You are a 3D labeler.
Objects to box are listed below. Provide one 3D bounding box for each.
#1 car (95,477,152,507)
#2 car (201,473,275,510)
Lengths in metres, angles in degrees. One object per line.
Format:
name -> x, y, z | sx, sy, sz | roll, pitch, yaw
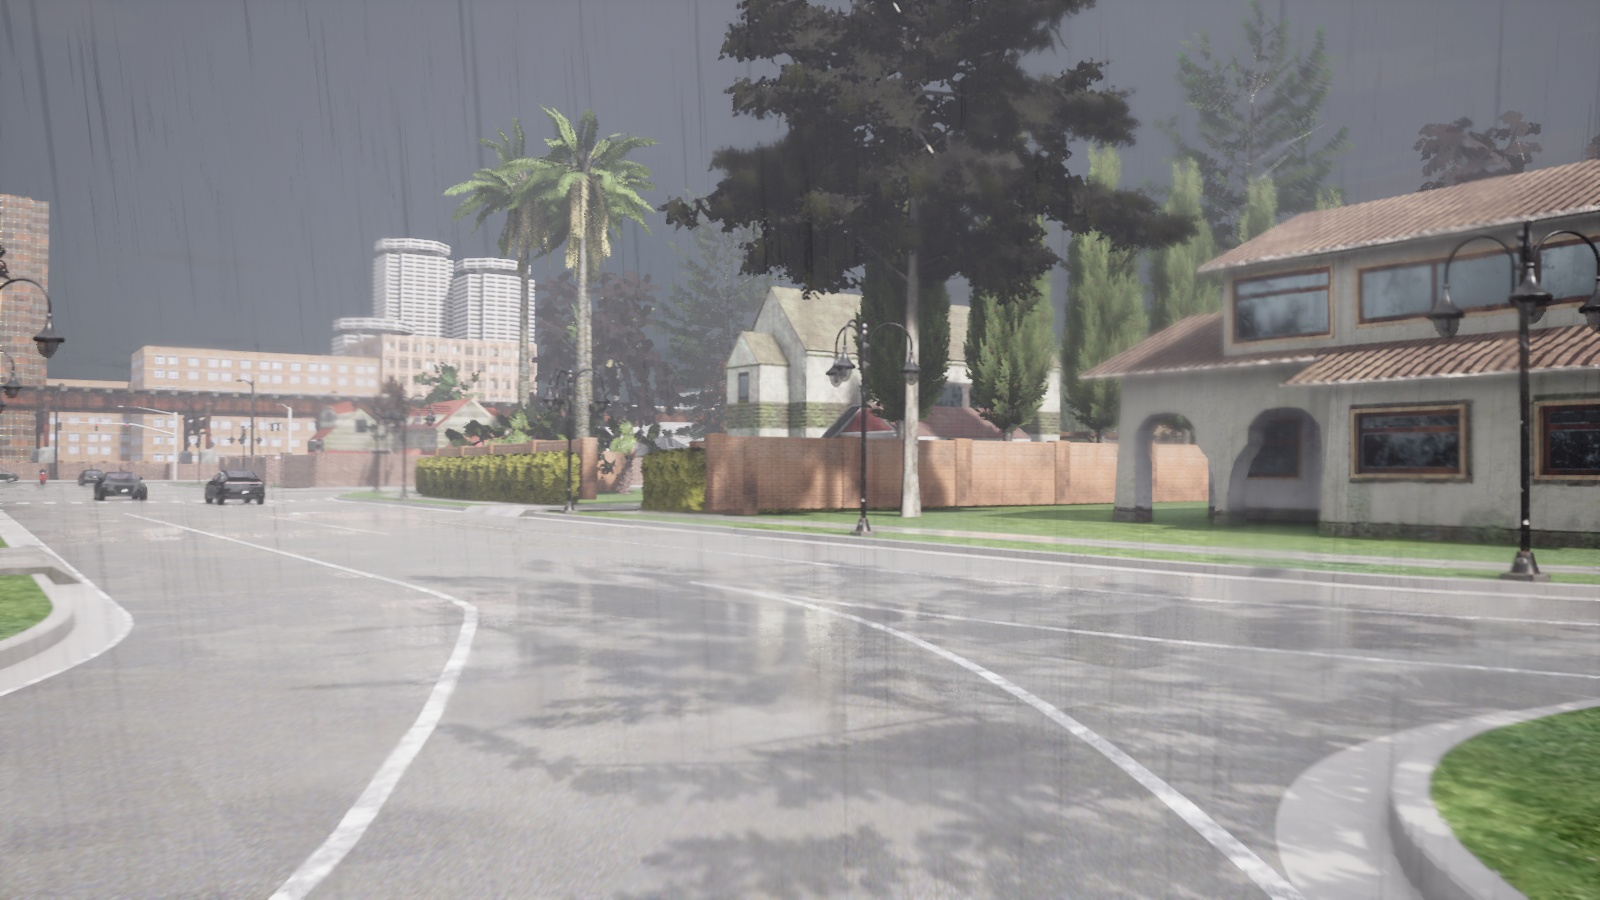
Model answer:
car -> -32.550, 1.996, 60.345 | 1.994, 1.385, 4.181 | 0, -1, -34
car -> -24.585, 1.769, 54.812 | 2.128, 1.511, 4.902 | 0, -1, -34
